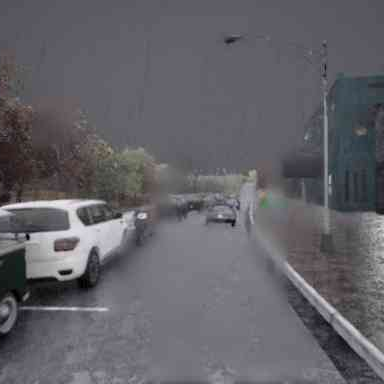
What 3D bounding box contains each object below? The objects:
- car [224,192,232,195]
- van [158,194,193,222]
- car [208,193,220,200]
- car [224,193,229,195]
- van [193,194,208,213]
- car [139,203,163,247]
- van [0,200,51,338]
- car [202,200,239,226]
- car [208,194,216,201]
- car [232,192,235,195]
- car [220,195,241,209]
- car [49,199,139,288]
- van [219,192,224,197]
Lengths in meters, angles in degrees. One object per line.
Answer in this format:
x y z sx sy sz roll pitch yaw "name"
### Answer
6.631 1.113 70.778 2.435 2.045 5.566 0 0 11 "car"
-1.404 1.213 26.119 1.878 1.987 4.442 -1 1 8 "van"
2.410 1.387 47.761 2.231 1.521 4.892 -1 1 9 "car"
5.415 1.406 64.144 2.002 1.452 4.674 0 0 11 "car"
0.241 1.192 35.934 1.878 1.987 4.442 -1 1 8 "van"
-2.840 1.499 14.958 2.002 1.452 4.674 -1 1 6 "car"
-3.622 1.241 3.922 1.878 1.987 4.442 -1 1 0 "van"
2.073 1.519 23.222 1.994 1.385 4.181 0 0 8 "car"
1.415 1.431 42.340 2.163 1.488 4.792 -1 1 9 "car"
8.416 1.315 80.500 2.097 1.535 5.008 0 0 13 "car"
4.984 1.458 40.920 2.033 1.411 5.357 0 0 10 "car"
-3.331 1.213 9.417 2.435 2.045 5.566 -1 1 2 "car"
3.440 1.169 53.351 1.878 1.987 4.442 0 0 13 "van"
